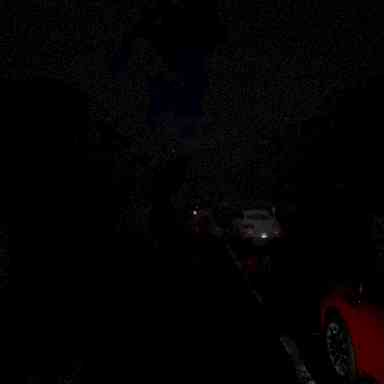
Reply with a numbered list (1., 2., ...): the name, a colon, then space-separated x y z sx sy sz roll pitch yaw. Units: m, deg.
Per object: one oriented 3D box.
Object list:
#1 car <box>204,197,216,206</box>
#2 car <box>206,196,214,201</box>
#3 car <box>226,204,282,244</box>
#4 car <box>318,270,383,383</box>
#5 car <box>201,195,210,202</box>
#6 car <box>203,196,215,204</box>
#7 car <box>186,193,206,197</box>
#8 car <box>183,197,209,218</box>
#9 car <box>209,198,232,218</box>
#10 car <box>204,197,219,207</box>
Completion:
1. car: 3.028 1.498 56.380 1.887 1.381 4.507 -1 0 0
2. car: 2.949 1.518 45.568 1.947 1.339 4.313 -1 0 0
3. car: 2.852 1.504 15.423 1.812 1.442 4.674 0 0 0
4. car: 2.630 1.315 2.316 2.192 1.841 5.009 -1 0 0
5. car: 3.186 1.516 78.006 1.887 1.381 4.507 -1 0 0
6. car: 3.068 1.507 61.786 2.008 1.369 4.403 -1 0 0
7. car: 0.386 1.172 45.048 2.150 2.045 5.566 0 0 1
8. car: 0.271 1.460 29.763 1.837 1.490 4.892 0 0 1
9. car: 2.831 1.505 29.348 1.887 1.381 4.507 -1 0 0
10. car: 2.989 1.503 50.974 2.008 1.369 4.403 -1 0 0
